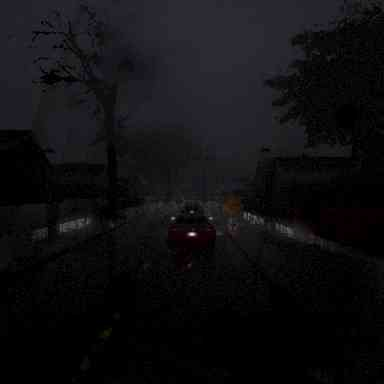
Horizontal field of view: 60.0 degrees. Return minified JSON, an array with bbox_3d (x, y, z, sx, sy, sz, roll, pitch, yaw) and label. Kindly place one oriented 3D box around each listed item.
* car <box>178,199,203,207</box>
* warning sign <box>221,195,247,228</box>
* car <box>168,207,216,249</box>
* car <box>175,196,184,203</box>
[{"bbox_3d":[0.000,1.616,29.678,1.994,1.385,4.181,0,0,0],"label":"car"},{"bbox_3d":[2.478,1.132,19.804,1.300,1.860,1.060,-2,-3,0],"label":"warning sign"},{"bbox_3d":[0.000,1.581,14.663,1.994,1.385,4.181,0,0,0],"label":"car"},{"bbox_3d":[-2.751,1.712,76.838,2.097,1.767,4.553,0,-1,0],"label":"car"}]
